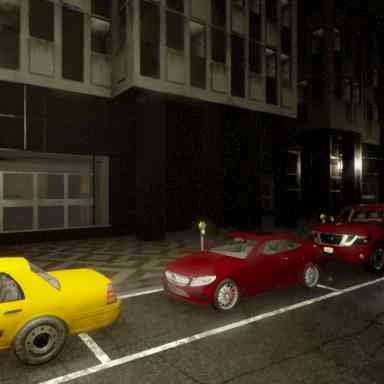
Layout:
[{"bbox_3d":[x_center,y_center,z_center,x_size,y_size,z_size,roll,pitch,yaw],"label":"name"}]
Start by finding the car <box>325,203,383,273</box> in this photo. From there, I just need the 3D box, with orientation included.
[{"bbox_3d":[5.897,1.314,10.839,5.009,1.841,2.192,0,0,-35],"label":"car"}]

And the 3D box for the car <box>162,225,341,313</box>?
[{"bbox_3d":[1.331,1.581,7.593,4.206,1.307,1.802,0,0,-35],"label":"car"}]

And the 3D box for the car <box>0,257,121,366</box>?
[{"bbox_3d":[-3.374,1.525,4.249,4.829,1.417,1.752,0,0,-35],"label":"car"}]
